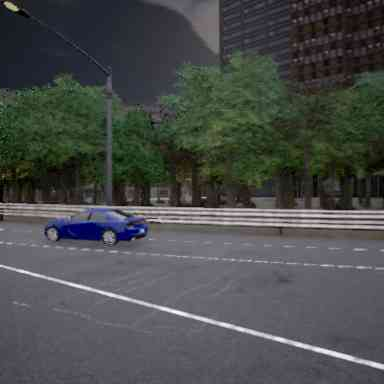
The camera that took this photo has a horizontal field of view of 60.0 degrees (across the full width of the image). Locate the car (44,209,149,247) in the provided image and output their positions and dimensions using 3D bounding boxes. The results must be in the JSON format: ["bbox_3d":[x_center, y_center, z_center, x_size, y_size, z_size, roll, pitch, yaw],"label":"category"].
[{"bbox_3d":[-4.412,1.507,15.169,5.008,1.535,1.882,0,0,21],"label":"car"}]
